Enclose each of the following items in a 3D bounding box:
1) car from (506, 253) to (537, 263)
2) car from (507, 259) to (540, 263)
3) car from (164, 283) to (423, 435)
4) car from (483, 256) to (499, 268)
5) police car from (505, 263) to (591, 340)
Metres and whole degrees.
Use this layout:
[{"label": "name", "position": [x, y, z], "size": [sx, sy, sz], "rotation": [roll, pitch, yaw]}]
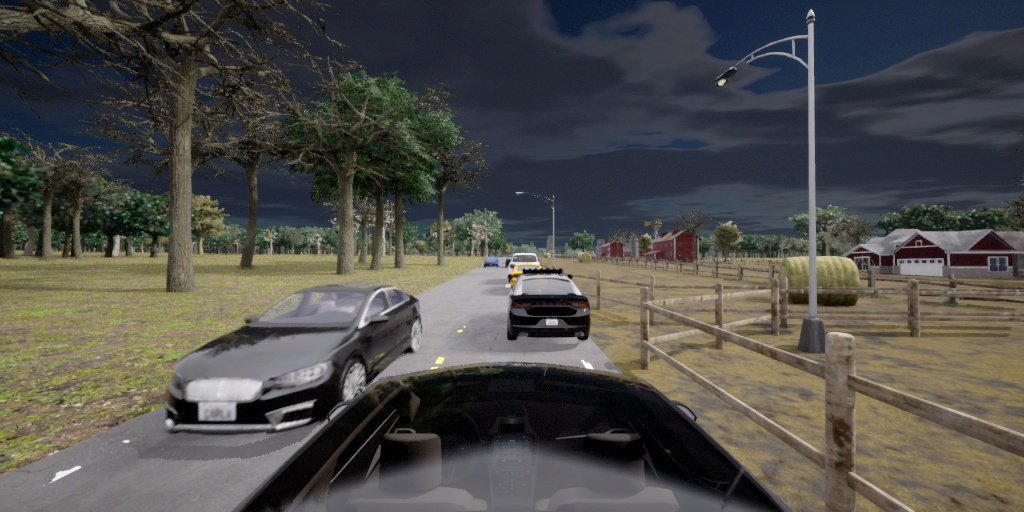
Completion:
[{"label": "car", "position": [0.846, 0.810, 25.941], "size": [2.150, 2.045, 5.566], "rotation": [0, 1, 0]}, {"label": "car", "position": [0.840, 1.134, 19.910], "size": [1.882, 1.535, 5.008], "rotation": [0, 1, 0]}, {"label": "car", "position": [-2.847, 1.237, 5.918], "size": [2.128, 1.511, 4.902], "rotation": [0, 0, 0]}, {"label": "car", "position": [-2.711, 0.771, 47.649], "size": [1.882, 1.535, 5.008], "rotation": [0, 1, 0]}, {"label": "police car", "position": [0.832, 1.156, 10.019], "size": [1.930, 1.638, 5.238], "rotation": [0, 0, 0]}]
